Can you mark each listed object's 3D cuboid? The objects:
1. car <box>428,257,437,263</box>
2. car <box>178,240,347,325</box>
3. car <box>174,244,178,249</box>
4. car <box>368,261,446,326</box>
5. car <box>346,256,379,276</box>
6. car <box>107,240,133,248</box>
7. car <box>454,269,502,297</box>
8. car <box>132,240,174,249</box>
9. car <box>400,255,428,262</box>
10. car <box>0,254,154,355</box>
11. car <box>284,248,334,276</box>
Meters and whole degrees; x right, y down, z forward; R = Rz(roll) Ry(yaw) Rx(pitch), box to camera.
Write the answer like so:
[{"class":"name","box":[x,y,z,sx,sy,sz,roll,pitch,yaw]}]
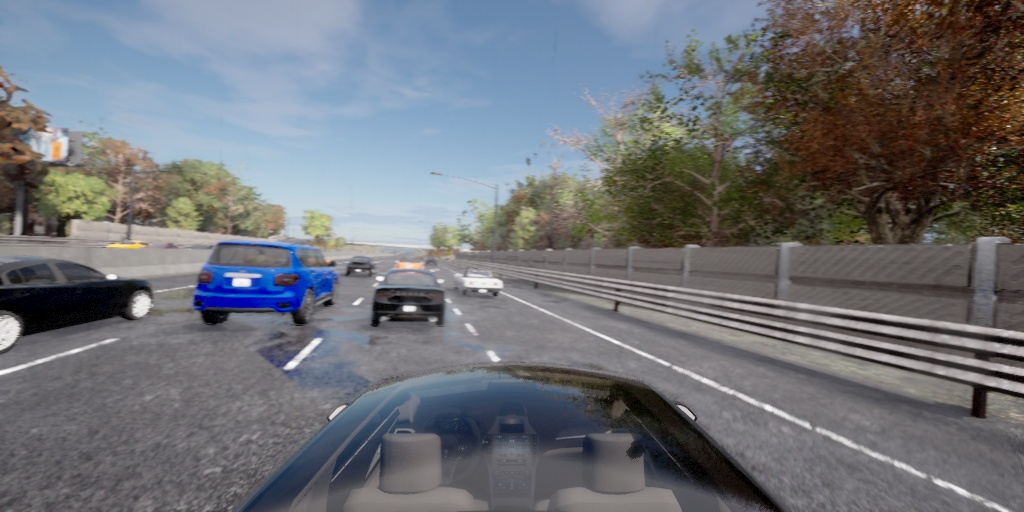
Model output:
[{"class":"car","box":[-13.674,0.884,60.343,1.837,1.490,4.892,4,-1,-16]},{"class":"car","box":[-6.537,0.638,10.282,2.150,2.045,5.566,4,0,-16]},{"class":"car","box":[-32.788,-0.451,37.922,1.837,1.490,4.892,4,0,-16]},{"class":"car","box":[-3.151,1.105,11.088,1.882,1.535,5.008,4,0,-16]},{"class":"car","box":[-11.514,0.753,27.677,1.837,1.490,4.892,4,0,-16]},{"class":"car","box":[-40.025,-0.912,37.896,1.882,1.535,5.008,4,0,-15]},{"class":"car","box":[-1.990,1.360,19.367,1.895,1.301,4.718,4,0,-16]},{"class":"car","box":[-36.198,-0.639,37.147,1.812,1.442,4.674,4,0,-16]},{"class":"car","box":[-8.072,0.813,28.365,2.097,1.767,4.553,4,0,-16]},{"class":"car","box":[-9.147,0.711,6.647,1.882,1.535,5.008,4,0,-16]},{"class":"car","box":[-14.799,0.393,26.476,2.097,1.767,4.553,4,0,-16]}]
